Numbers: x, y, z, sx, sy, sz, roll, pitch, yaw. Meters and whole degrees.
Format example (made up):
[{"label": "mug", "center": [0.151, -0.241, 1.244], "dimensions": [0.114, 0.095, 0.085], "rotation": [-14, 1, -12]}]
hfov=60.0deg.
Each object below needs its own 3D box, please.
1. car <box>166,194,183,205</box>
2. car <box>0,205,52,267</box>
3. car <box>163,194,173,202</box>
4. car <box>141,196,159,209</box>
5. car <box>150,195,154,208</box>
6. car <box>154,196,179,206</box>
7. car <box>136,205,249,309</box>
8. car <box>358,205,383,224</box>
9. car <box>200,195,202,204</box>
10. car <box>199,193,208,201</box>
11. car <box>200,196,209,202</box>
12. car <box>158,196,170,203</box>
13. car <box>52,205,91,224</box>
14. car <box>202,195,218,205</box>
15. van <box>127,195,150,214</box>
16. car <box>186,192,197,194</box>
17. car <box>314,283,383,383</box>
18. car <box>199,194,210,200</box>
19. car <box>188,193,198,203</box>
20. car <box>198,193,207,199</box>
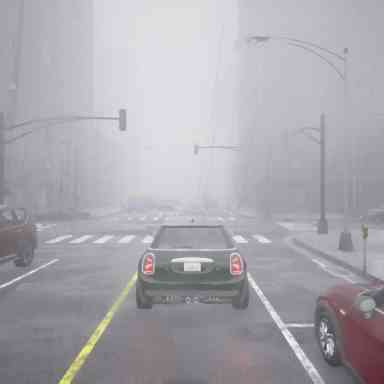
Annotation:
[{"label": "car", "center": [-3.038, 1.469, 56.754], "dimensions": [1.882, 1.535, 5.008], "rotation": [0, 0, 0]}, {"label": "car", "center": [-5.853, 1.315, 8.598], "dimensions": [2.192, 1.841, 5.009], "rotation": [0, 0, 0]}, {"label": "car", "center": [-5.798, 1.302, 80.312], "dimensions": [2.192, 1.841, 5.009], "rotation": [0, 0, 0]}, {"label": "car", "center": [-5.824, 1.434, 46.738], "dimensions": [1.967, 1.590, 4.097], "rotation": [0, 0, 0]}, {"label": "car", "center": [-5.828, 1.310, 41.142], "dimensions": [2.192, 1.841, 5.009], "rotation": [0, 0, 0]}, {"label": "car", "center": [-3.070, 1.542, 40.556], "dimensions": [2.033, 1.411, 5.357], "rotation": [0, 0, 0]}, {"label": "car", "center": [0.015, 1.352, 8.020], "dimensions": [2.097, 1.767, 4.553], "rotation": [0, 0, 0]}, {"label": "car", "center": [14.394, 1.515, 23.707], "dimensions": [4.674, 1.442, 1.812], "rotation": [0, 0, 1]}, {"label": "car", "center": [2.707, 1.544, 52.349], "dimensions": [2.008, 1.369, 4.403], "rotation": [0, 0, 0]}, {"label": "car", "center": [3.065, 1.210, 86.549], "dimensions": [2.150, 2.045, 5.566], "rotation": [0, 0, 0]}, {"label": "car", "center": [2.723, 1.570, 74.727], "dimensions": [1.802, 1.307, 4.206], "rotation": [0, 0, 0]}, {"label": "car", "center": [-5.807, 1.540, 69.121], "dimensions": [2.008, 1.369, 4.403], "rotation": [0, 0, 0]}, {"label": "car", "center": [-9.675, 1.601, 23.698], "dimensions": [4.718, 1.301, 1.895], "rotation": [0, 0, -19]}, {"label": "car", "center": [2.702, 1.519, 46.925], "dimensions": [1.752, 1.417, 4.829], "rotation": [0, 0, 0]}, {"label": "van", "center": [-5.832, 1.337, 35.546], "dimensions": [1.690, 1.788, 3.998], "rotation": [0, 0, 0]}, {"label": "car", "center": [0.057, 1.362, 76.540], "dimensions": [1.812, 1.442, 4.674], "rotation": [0, 0, 0]}, {"label": "car", "center": [2.669, 1.440, 3.094], "dimensions": [1.967, 1.590, 4.097], "rotation": [0, 0, 0]}, {"label": "car", "center": [2.711, 1.557, 57.944], "dimensions": [1.947, 1.339, 4.313], "rotation": [0, 0, 0]}, {"label": "car", "center": [0.104, 1.515, 66.573], "dimensions": [1.812, 1.442, 4.674], "rotation": [0, 0, 0]}, {"label": "car", "center": [2.715, 1.305, 63.538], "dimensions": [2.192, 1.841, 5.009], "rotation": [0, 0, 0]}]
